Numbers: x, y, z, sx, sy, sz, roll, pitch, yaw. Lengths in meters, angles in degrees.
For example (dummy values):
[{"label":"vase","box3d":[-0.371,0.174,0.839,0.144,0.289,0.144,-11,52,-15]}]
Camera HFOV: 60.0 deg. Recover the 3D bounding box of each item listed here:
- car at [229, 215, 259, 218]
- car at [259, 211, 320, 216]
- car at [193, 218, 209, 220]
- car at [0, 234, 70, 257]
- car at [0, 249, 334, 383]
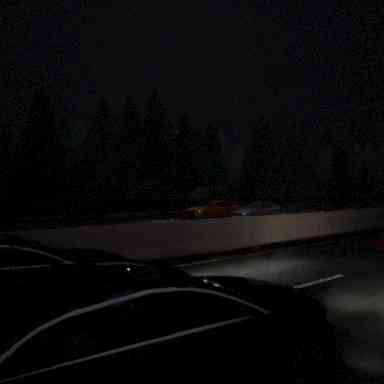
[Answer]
[{"label":"car","box3d":[4.820,1.464,24.626,4.674,1.442,1.812,0,0,-35]},{"label":"car","box3d":[7.042,1.416,21.911,5.008,1.535,1.882,0,0,-35]},{"label":"car","box3d":[1.855,1.420,26.810,5.008,1.535,1.882,0,0,-35]},{"label":"car","box3d":[-3.314,1.490,5.682,4.902,1.511,2.128,0,0,-35]},{"label":"car","box3d":[-0.516,1.487,3.378,4.902,1.511,2.128,0,0,-35]}]
